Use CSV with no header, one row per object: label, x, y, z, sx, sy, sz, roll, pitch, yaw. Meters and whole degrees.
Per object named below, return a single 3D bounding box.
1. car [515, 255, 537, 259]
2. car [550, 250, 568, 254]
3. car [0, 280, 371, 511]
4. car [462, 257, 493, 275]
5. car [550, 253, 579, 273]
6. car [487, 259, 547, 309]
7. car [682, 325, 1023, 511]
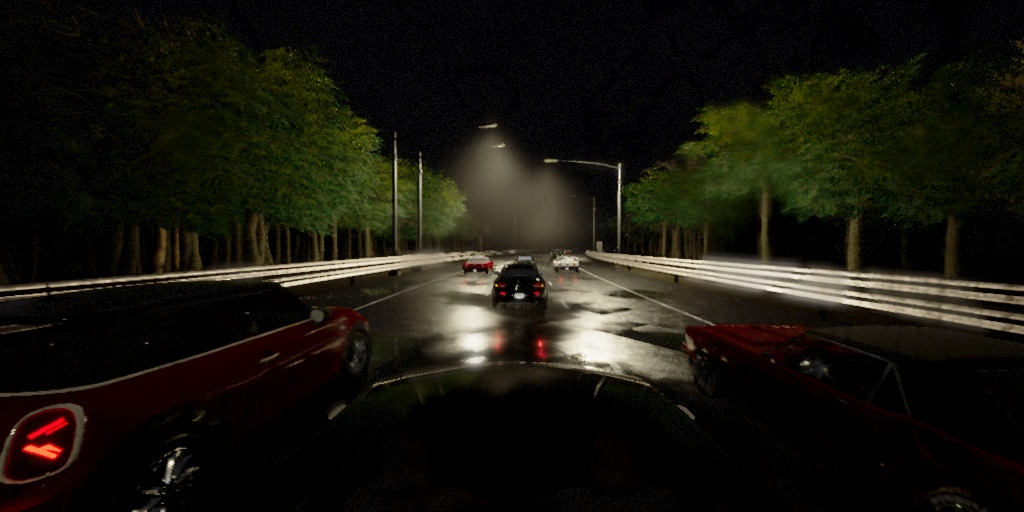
car,1.159,0.614,30.765,1.994,1.385,4.181,0,1,4
car,6.617,-0.112,51.767,2.097,1.767,4.553,0,1,7
car,-3.355,1.046,4.035,2.097,1.767,4.553,0,1,0
car,-2.536,0.713,28.151,1.895,1.301,4.718,0,1,4
car,4.512,0.658,30.436,1.895,1.301,4.718,0,1,4
car,0.289,0.997,13.257,1.812,1.442,4.674,0,1,2
car,3.506,1.311,3.338,1.895,1.301,4.718,0,1,0
